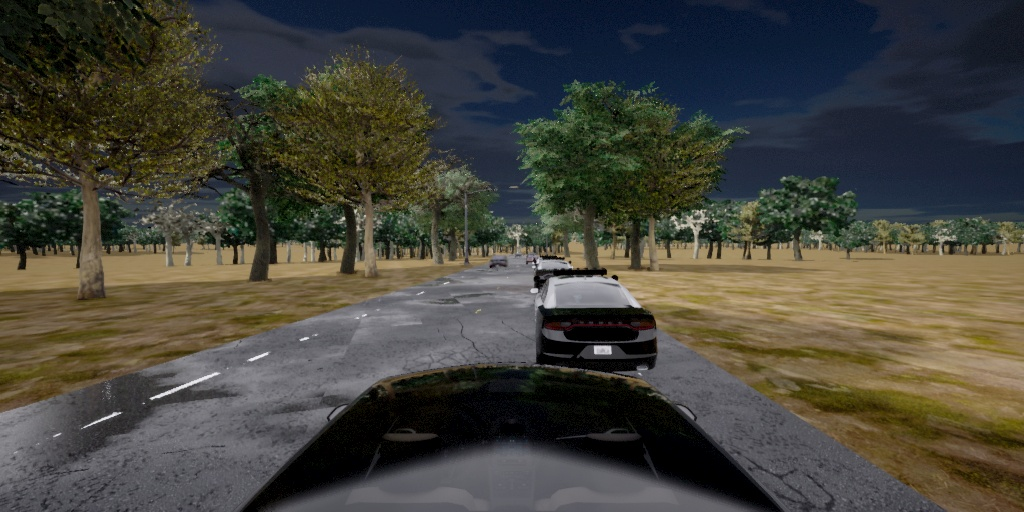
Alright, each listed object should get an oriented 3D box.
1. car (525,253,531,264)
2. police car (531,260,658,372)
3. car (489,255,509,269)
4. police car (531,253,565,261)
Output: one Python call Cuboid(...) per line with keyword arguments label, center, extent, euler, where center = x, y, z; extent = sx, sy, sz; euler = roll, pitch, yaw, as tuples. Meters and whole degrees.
Cuboid(label="car", center=(2.894, 0.433, 50.510), extent=(2.033, 1.411, 5.357), euler=(0, 1, 3))
Cuboid(label="police car", center=(1.429, 1.070, 7.653), extent=(1.930, 1.638, 5.238), euler=(-1, 1, 3))
Cuboid(label="car", center=(-1.400, 0.607, 39.772), extent=(2.033, 1.411, 5.357), euler=(-2, 2, 4))
Cuboid(label="police car", center=(2.020, 0.851, 17.644), extent=(1.930, 1.638, 5.238), euler=(1, 1, 3))
